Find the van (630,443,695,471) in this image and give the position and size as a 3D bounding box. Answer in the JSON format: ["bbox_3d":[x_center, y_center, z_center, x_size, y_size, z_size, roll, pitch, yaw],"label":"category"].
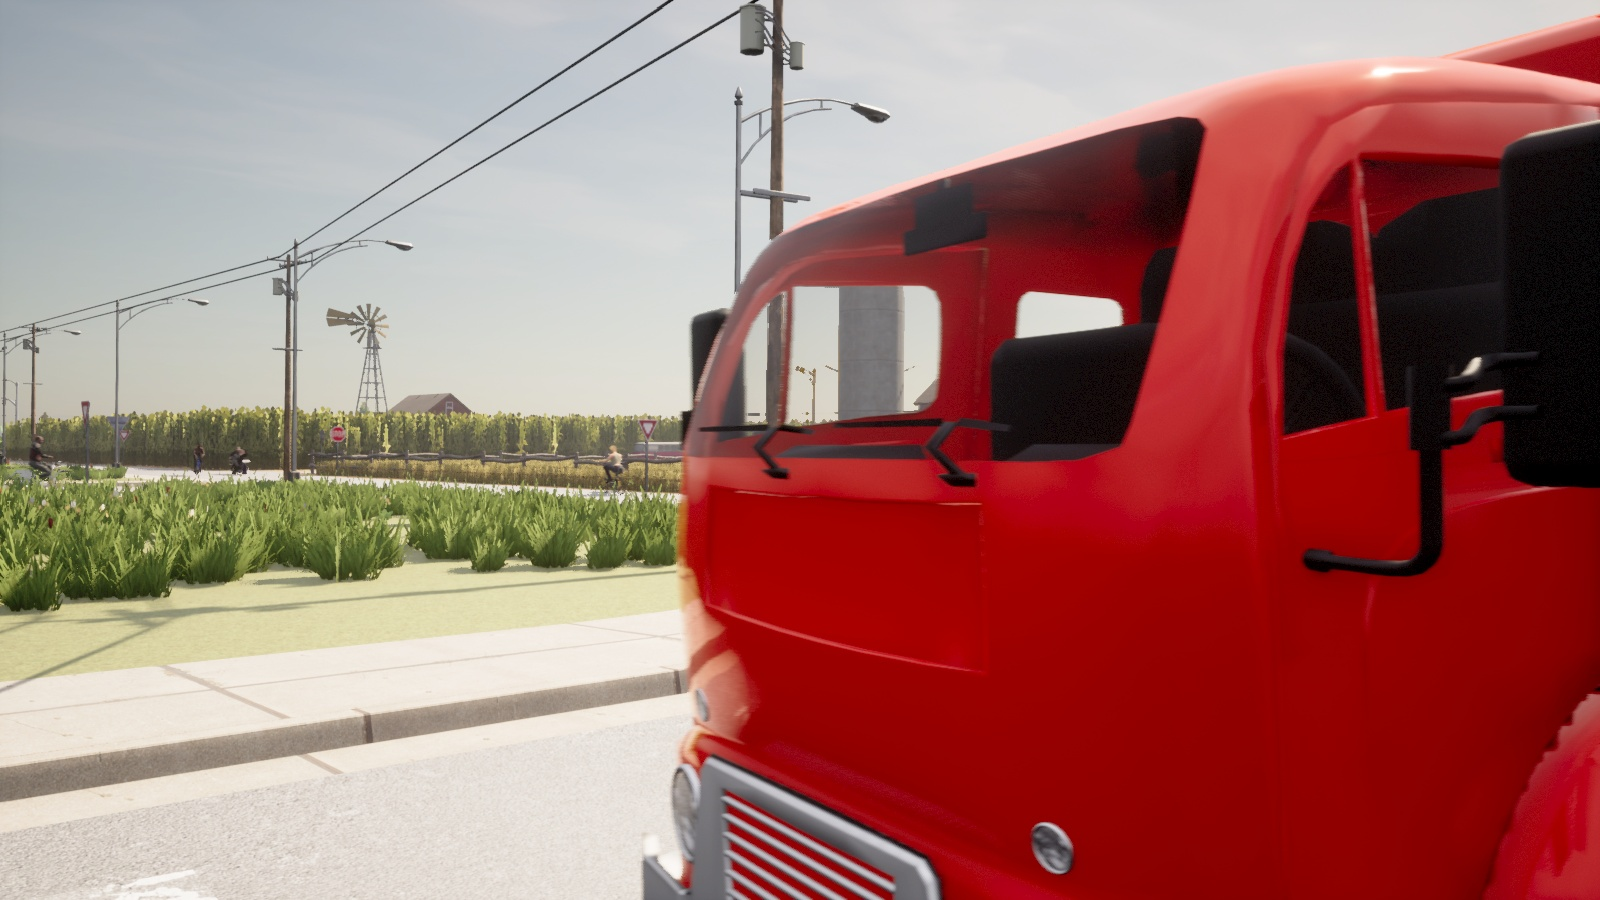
[{"bbox_3d":[-9.878,0.463,90.358,4.442,1.987,1.775,0,0,-43],"label":"van"}]

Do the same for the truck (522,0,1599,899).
[{"bbox_3d":[2.196,0.218,3.513,5.204,2.467,2.627,-2,1,-30],"label":"truck"}]

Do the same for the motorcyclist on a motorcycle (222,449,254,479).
[{"bbox_3d":[-29.626,0.714,66.205,0.866,1.530,2.191,0,0,-43],"label":"motorcyclist on a motorcycle"}]

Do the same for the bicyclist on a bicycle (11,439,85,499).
[{"bbox_3d":[-22.921,0.559,38.292,1.843,1.776,0.659,0,0,-44],"label":"bicyclist on a bicycle"}]

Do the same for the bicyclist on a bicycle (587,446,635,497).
[{"bbox_3d":[-6.182,0.682,41.012,0.866,1.612,1.509,0,0,-43],"label":"bicyclist on a bicycle"}]
